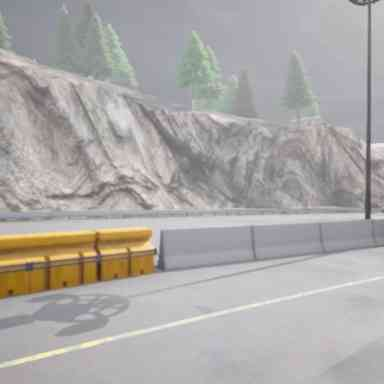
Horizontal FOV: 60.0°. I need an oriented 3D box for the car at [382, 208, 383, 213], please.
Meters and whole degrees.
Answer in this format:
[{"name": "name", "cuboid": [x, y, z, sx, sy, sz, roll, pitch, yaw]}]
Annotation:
[{"name": "car", "cuboid": [24.805, 1.819, 39.212, 4.553, 1.767, 2.097, 1, 0, -19]}]
